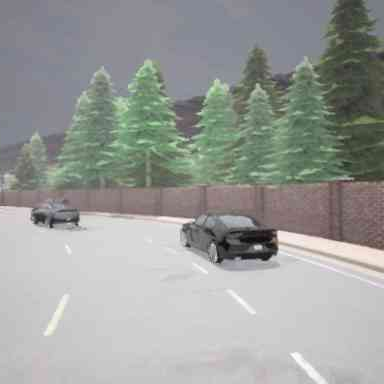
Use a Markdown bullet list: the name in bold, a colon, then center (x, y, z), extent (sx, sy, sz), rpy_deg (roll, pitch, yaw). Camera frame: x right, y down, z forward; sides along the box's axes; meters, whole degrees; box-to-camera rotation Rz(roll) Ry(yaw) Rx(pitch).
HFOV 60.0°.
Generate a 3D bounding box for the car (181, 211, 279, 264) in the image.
- **car**: center (1.066, 1.414, 11.734), extent (1.882, 1.535, 5.008), rpy_deg (0, 0, -19)

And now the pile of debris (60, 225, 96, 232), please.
- **pile of debris**: center (-6.771, 2.153, 19.664), extent (1.500, 0.140, 1.860), rpy_deg (-1, 0, -37)

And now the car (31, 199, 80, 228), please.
- **car**: center (-9.131, 1.481, 22.092), extent (2.128, 1.511, 4.902), rpy_deg (-1, 0, -42)
